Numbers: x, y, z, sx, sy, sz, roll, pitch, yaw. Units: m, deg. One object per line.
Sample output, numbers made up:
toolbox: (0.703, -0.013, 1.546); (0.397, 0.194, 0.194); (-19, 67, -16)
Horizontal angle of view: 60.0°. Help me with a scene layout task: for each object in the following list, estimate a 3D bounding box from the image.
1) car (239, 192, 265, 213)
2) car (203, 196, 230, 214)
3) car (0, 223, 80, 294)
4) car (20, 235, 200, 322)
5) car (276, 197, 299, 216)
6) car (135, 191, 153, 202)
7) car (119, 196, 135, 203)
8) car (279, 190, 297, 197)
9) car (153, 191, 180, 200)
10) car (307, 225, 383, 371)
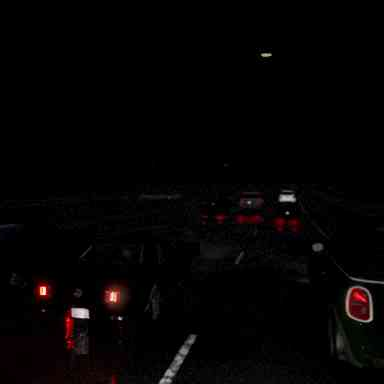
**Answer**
car: (6.280, 1.055, 34.539); (2.150, 2.045, 5.566); (0, 1, 16)
car: (2.646, 1.217, 34.422); (2.097, 1.767, 4.553); (0, 1, 16)
car: (-4.359, 1.544, 8.844); (1.812, 1.442, 4.674); (0, 0, 15)
car: (-1.180, 1.601, 7.345); (1.895, 1.301, 4.718); (0, 0, 15)
car: (8.679, 1.456, 30.187); (1.895, 1.301, 4.718); (0, 1, 17)
car: (-6.528, 0.869, 53.540); (2.150, 2.045, 5.566); (0, 1, 17)
car: (-9.972, 1.275, 54.207); (1.895, 1.301, 4.718); (0, 1, 17)
car: (13.183, 0.790, 45.757); (2.150, 2.045, 5.566); (0, 1, 18)
car: (-3.509, 0.877, 51.394); (2.150, 2.045, 5.566); (0, 1, 17)
car: (3.181, 1.328, 5.582); (2.097, 1.767, 4.553); (0, 0, 15)
